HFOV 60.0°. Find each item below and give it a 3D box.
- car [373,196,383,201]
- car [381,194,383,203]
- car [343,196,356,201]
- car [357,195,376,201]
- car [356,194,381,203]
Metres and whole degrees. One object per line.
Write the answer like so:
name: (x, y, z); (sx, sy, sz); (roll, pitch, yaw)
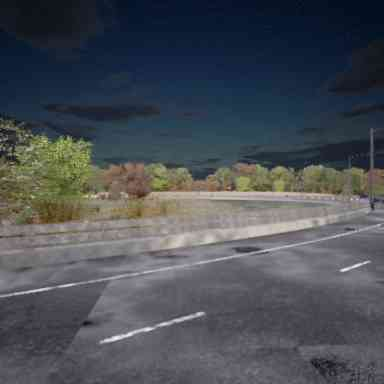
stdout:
car: (47.113, 1.589, 82.838); (1.994, 1.385, 4.181); (0, 0, 3)
car: (42.231, 1.401, 72.527); (2.150, 2.045, 5.566); (0, 0, 8)
car: (40.078, 1.636, 82.663); (1.895, 1.301, 4.718); (0, 0, 3)
car: (43.627, 1.589, 83.151); (2.033, 1.411, 5.357); (0, 0, 3)
car: (38.808, 1.406, 73.334); (2.150, 2.045, 5.566); (0, 0, 8)
